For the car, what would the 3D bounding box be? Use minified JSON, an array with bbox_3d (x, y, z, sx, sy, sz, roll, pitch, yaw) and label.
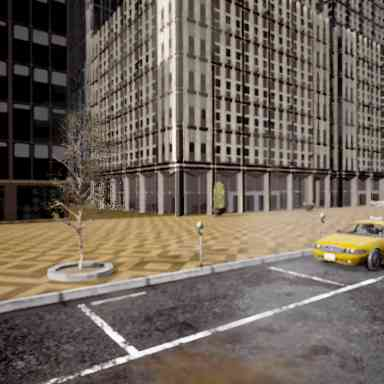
[{"bbox_3d":[5.812,1.479,10.699,4.829,1.417,1.752,0,0,-35],"label":"car"}]
